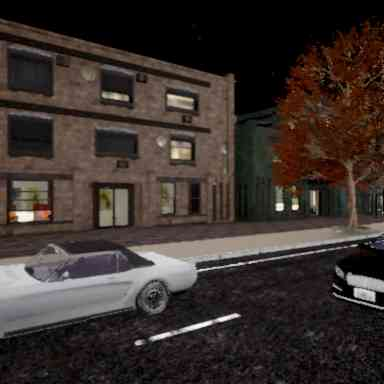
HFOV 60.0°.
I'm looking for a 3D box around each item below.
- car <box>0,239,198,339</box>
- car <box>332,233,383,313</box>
[{"bbox_3d":[-2.303,1.613,6.035,4.718,1.301,1.895,1,0,-36],"label":"car"},{"bbox_3d":[5.027,1.560,7.279,4.902,1.511,2.128,1,0,-36],"label":"car"}]
